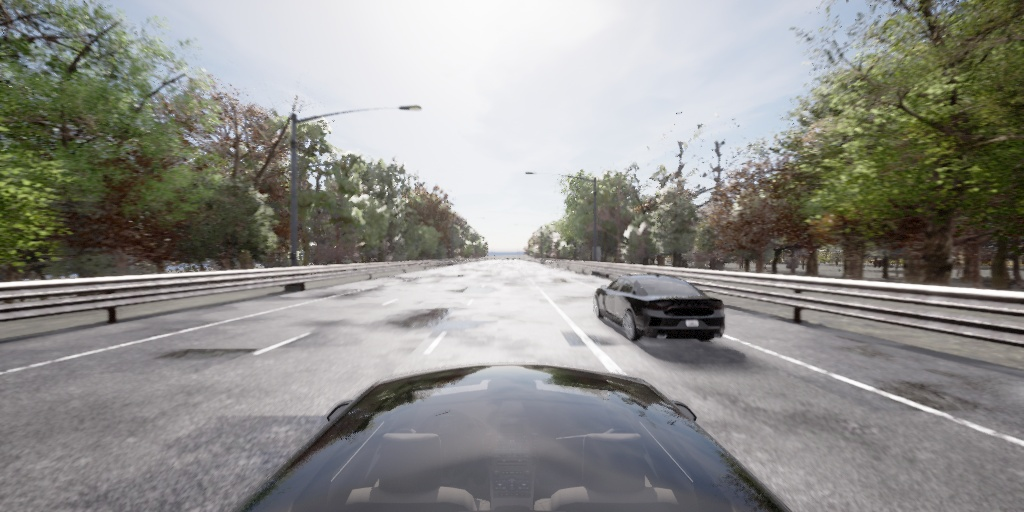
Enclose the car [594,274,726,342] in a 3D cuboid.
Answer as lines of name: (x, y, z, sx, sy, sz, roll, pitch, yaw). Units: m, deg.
car: (3.642, 1.230, 9.820, 1.882, 1.535, 5.008, 0, 0, -1)
